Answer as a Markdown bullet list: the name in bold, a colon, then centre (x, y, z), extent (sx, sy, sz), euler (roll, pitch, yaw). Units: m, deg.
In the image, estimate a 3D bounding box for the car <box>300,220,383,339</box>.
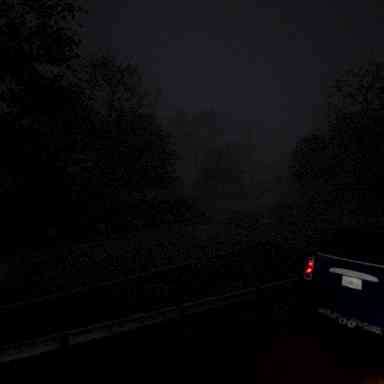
- **car**: centre (4.087, 1.289, 5.954), extent (4.553, 1.767, 2.097), euler (-1, 1, -33)
